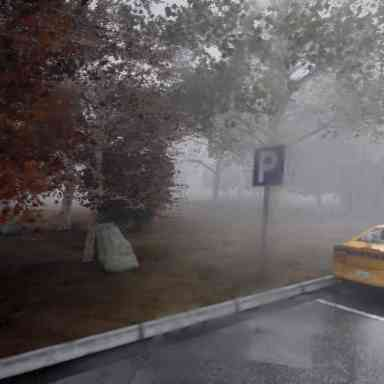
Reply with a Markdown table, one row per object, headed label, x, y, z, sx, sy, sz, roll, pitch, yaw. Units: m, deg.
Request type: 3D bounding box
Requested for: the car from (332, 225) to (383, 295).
| label | x | y | z | sx | sy | sz | roll | pitch | yaw |
| --- | --- | --- | --- | --- | --- | --- | --- | --- | --- |
| car | 5.443 | 1.480 | 7.938 | 5.008 | 1.535 | 2.097 | 0 | 0 | -33 |
